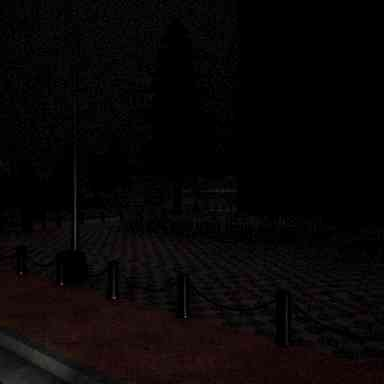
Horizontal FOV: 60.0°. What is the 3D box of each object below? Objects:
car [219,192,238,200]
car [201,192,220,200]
[{"bbox_3d":[9.593,1.373,84.710,3.633,1.501,1.845,0,0,35],"label":"car"},{"bbox_3d":[5.235,1.384,91.415,3.806,1.475,1.970,0,0,35],"label":"car"}]
